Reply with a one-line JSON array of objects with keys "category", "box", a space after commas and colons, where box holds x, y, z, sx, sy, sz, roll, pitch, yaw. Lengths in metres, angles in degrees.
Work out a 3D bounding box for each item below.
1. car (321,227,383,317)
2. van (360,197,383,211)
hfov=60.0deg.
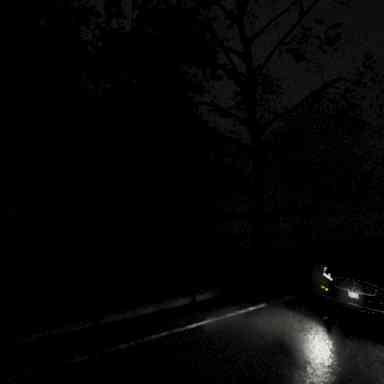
[{"category": "car", "box": [4.713, 1.495, 7.061, 4.892, 1.490, 1.837, 0, 0, -36]}, {"category": "van", "box": [26.243, 1.693, 47.294, 1.878, 1.987, 4.442, 2, -1, -36]}]
